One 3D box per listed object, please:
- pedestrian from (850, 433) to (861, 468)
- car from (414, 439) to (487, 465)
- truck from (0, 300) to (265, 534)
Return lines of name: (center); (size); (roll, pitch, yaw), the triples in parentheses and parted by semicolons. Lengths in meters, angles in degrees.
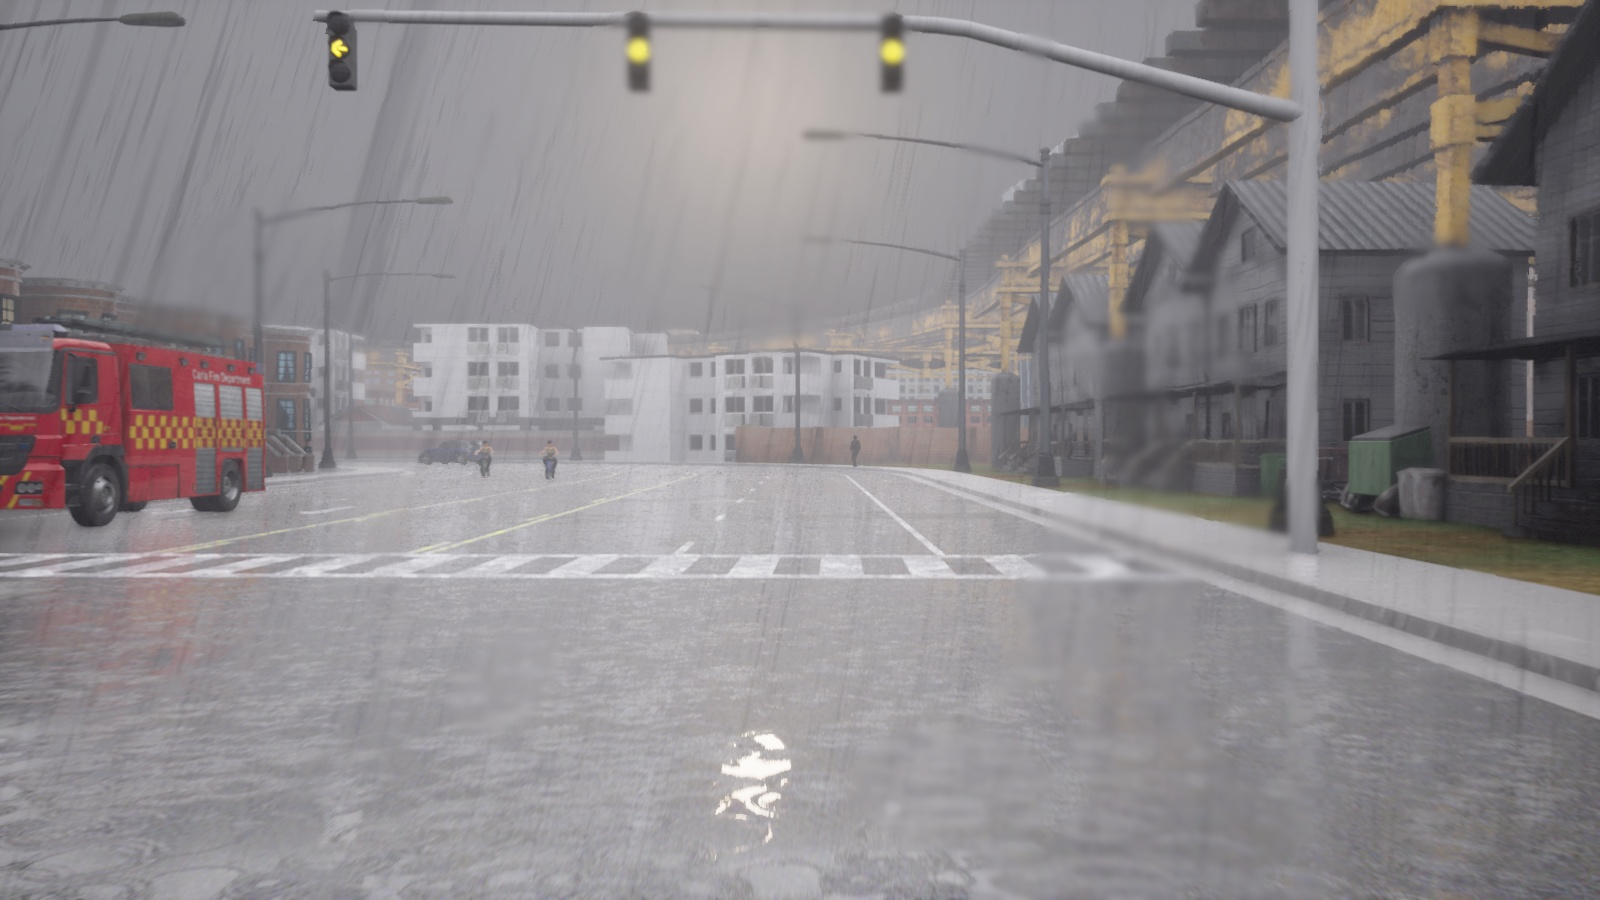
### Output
pedestrian: (3.018, 0.017, 68.725); (0.395, 1.930, 0.692); (0, 0, -17)
car: (-24.031, 0.099, 86.312); (4.553, 1.767, 2.097); (0, 0, 24)
truck: (-13.839, -0.569, 24.778); (2.891, 3.827, 8.468); (0, 0, 0)
